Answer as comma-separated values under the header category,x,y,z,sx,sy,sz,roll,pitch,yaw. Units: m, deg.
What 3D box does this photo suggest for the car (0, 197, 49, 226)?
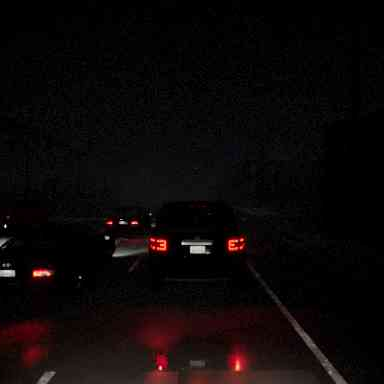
category,x,y,z,sx,sy,sz,roll,pitch,yaw
car,-10.511,1.327,19.699,2.150,2.045,5.566,0,0,0

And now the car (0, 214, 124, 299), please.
category,x,y,z,sx,sy,sz,roll,pitch,yaw
car,-3.410,1.547,8.648,2.033,1.411,5.357,0,0,0

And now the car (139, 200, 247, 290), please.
category,x,y,z,sx,sy,sz,roll,pitch,yaw
car,0.095,1.221,9.188,2.150,2.045,5.566,0,0,0

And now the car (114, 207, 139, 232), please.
category,x,y,z,sx,sy,sz,roll,pitch,yaw
car,-3.412,1.547,18.719,2.033,1.411,5.357,0,0,0

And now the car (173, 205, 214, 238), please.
category,x,y,z,sx,sy,sz,roll,pitch,yaw
car,0.091,1.547,19.119,2.033,1.411,5.357,0,0,0
